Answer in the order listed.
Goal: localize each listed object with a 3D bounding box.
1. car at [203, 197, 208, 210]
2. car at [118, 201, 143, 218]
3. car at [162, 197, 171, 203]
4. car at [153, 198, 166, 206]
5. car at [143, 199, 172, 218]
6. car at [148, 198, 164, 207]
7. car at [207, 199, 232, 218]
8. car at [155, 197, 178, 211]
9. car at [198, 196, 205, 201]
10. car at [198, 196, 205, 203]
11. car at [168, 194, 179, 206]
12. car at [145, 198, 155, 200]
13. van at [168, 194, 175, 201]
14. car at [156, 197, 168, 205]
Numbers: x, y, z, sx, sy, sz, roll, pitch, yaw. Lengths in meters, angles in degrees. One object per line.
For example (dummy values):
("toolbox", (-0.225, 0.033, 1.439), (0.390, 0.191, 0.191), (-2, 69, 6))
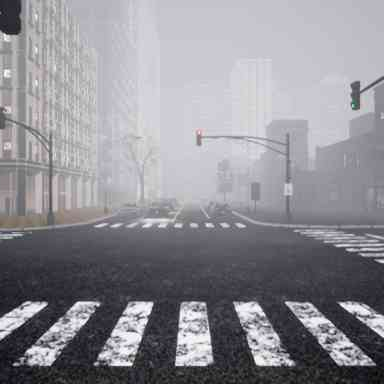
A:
("car", (2.669, 1.669, 41.909), (1.802, 1.307, 4.206), (0, 0, 0))
("car", (-5.706, 1.643, 30.822), (1.802, 1.307, 4.206), (0, 0, 0))
("car", (-5.730, 1.758, 75.148), (1.802, 1.307, 4.206), (0, 0, 0))
("car", (-5.721, 1.693, 58.526), (1.947, 1.339, 4.313), (0, 0, 0))
("car", (-3.134, 1.626, 31.002), (1.994, 1.385, 4.181), (0, 0, -2))
("car", (-5.717, 1.664, 52.985), (2.008, 1.369, 4.403), (0, 0, 0))
("car", (2.676, 1.606, 30.827), (1.887, 1.381, 4.507), (0, 0, 0))
("car", (-3.119, 1.649, 40.966), (1.994, 1.385, 4.181), (0, 0, 0))
("car", (2.642, 1.794, 91.776), (1.947, 1.339, 4.313), (0, 0, 0))
("car", (2.651, 1.727, 75.153), (2.008, 1.369, 4.403), (0, 0, 0))
("car", (-3.112, 1.591, 52.888), (1.882, 1.535, 5.008), (0, 0, 0))
("car", (-5.712, 1.612, 41.734), (1.752, 1.417, 4.829), (0, 0, 0))
("van", (-5.739, 1.569, 91.772), (1.690, 1.788, 3.998), (0, 0, 0))
("car", (-5.724, 1.709, 64.067), (1.947, 1.339, 4.313), (0, 0, 0))
